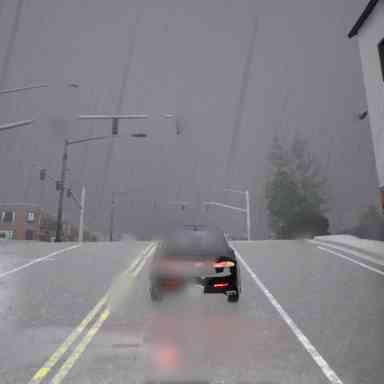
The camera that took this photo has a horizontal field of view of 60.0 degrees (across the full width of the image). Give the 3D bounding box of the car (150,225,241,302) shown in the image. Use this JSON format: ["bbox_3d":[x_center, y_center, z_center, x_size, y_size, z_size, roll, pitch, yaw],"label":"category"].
[{"bbox_3d":[0.079,1.595,8.501,2.128,1.511,4.902,0,-1,0],"label":"car"}]
